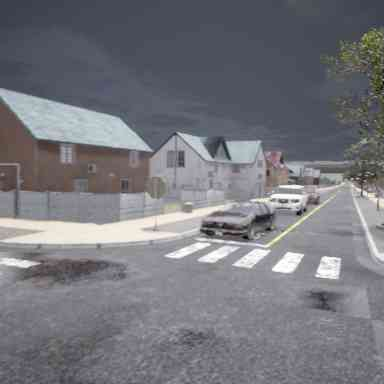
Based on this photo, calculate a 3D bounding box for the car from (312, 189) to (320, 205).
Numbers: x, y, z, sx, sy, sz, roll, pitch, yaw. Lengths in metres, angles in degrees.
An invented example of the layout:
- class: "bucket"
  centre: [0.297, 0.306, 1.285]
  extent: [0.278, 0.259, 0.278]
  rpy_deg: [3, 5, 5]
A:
- class: "car"
  centre: [12.714, 0.417, 36.271]
  extent: [2.097, 1.767, 4.553]
  rpy_deg: [2, 2, 25]

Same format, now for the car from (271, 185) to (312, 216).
- class: "car"
  centre: [7.300, 0.541, 24.832]
  extent: [2.150, 2.045, 5.566]
  rpy_deg: [2, 2, 25]

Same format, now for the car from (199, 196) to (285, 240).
- class: "car"
  centre: [2.290, 1.091, 14.601]
  extent: [2.033, 1.411, 5.357]
  rpy_deg: [2, 2, 29]
